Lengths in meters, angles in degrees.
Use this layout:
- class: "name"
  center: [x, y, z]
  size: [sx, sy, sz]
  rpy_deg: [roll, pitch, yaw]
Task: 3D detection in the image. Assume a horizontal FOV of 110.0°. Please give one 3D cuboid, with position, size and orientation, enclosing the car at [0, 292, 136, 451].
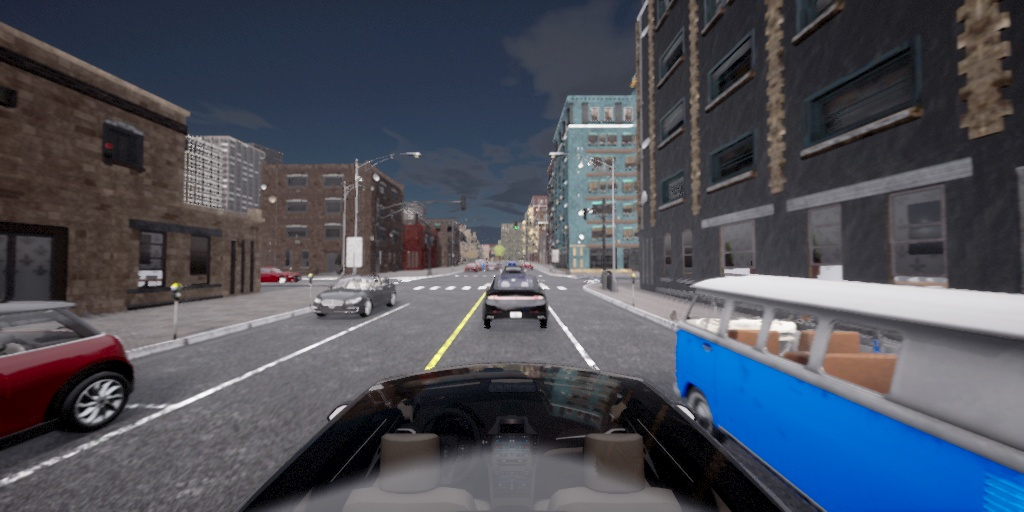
- class: "car"
  center: [-5.690, 1.196, 2.678]
  size: [1.967, 1.591, 4.097]
  rpy_deg: [0, 0, 0]

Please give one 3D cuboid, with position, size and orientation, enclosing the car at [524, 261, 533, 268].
- class: "car"
  center: [2.691, 1.628, 62.876]
  size: [1.967, 1.591, 4.097]
  rpy_deg: [0, 0, 0]

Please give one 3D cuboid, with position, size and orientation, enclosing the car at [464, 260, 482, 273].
- class: "car"
  center: [-5.767, 1.652, 51.446]
  size: [1.888, 1.381, 4.507]
  rpy_deg: [0, 0, 0]

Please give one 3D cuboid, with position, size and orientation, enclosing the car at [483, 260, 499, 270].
- class: "car"
  center: [-3.070, 1.663, 55.805]
  size: [1.812, 1.442, 4.674]
  rpy_deg: [0, 0, 0]

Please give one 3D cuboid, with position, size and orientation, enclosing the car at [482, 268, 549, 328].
- class: "car"
  center: [0.100, 1.314, 11.658]
  size: [2.128, 1.511, 4.902]
  rpy_deg: [0, 0, 0]

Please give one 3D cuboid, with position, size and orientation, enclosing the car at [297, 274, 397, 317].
- class: "car"
  center: [-5.691, 1.385, 13.491]
  size: [2.007, 1.370, 4.403]
  rpy_deg: [0, 0, 0]

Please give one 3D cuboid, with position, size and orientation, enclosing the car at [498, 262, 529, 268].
- class: "car"
  center: [0.099, 1.446, 27.852]
  size: [1.837, 1.490, 4.892]
  rpy_deg: [0, 0, 0]

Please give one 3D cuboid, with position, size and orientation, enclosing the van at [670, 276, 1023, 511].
- class: "van"
  center: [2.691, 1.098, 2.670]
  size: [1.690, 1.789, 3.998]
  rpy_deg: [0, 0, 0]

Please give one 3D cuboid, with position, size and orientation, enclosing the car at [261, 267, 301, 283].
- class: "car"
  center: [-19.295, 1.557, 28.737]
  size: [4.507, 1.381, 1.888]
  rpy_deg: [0, 0, 1]
